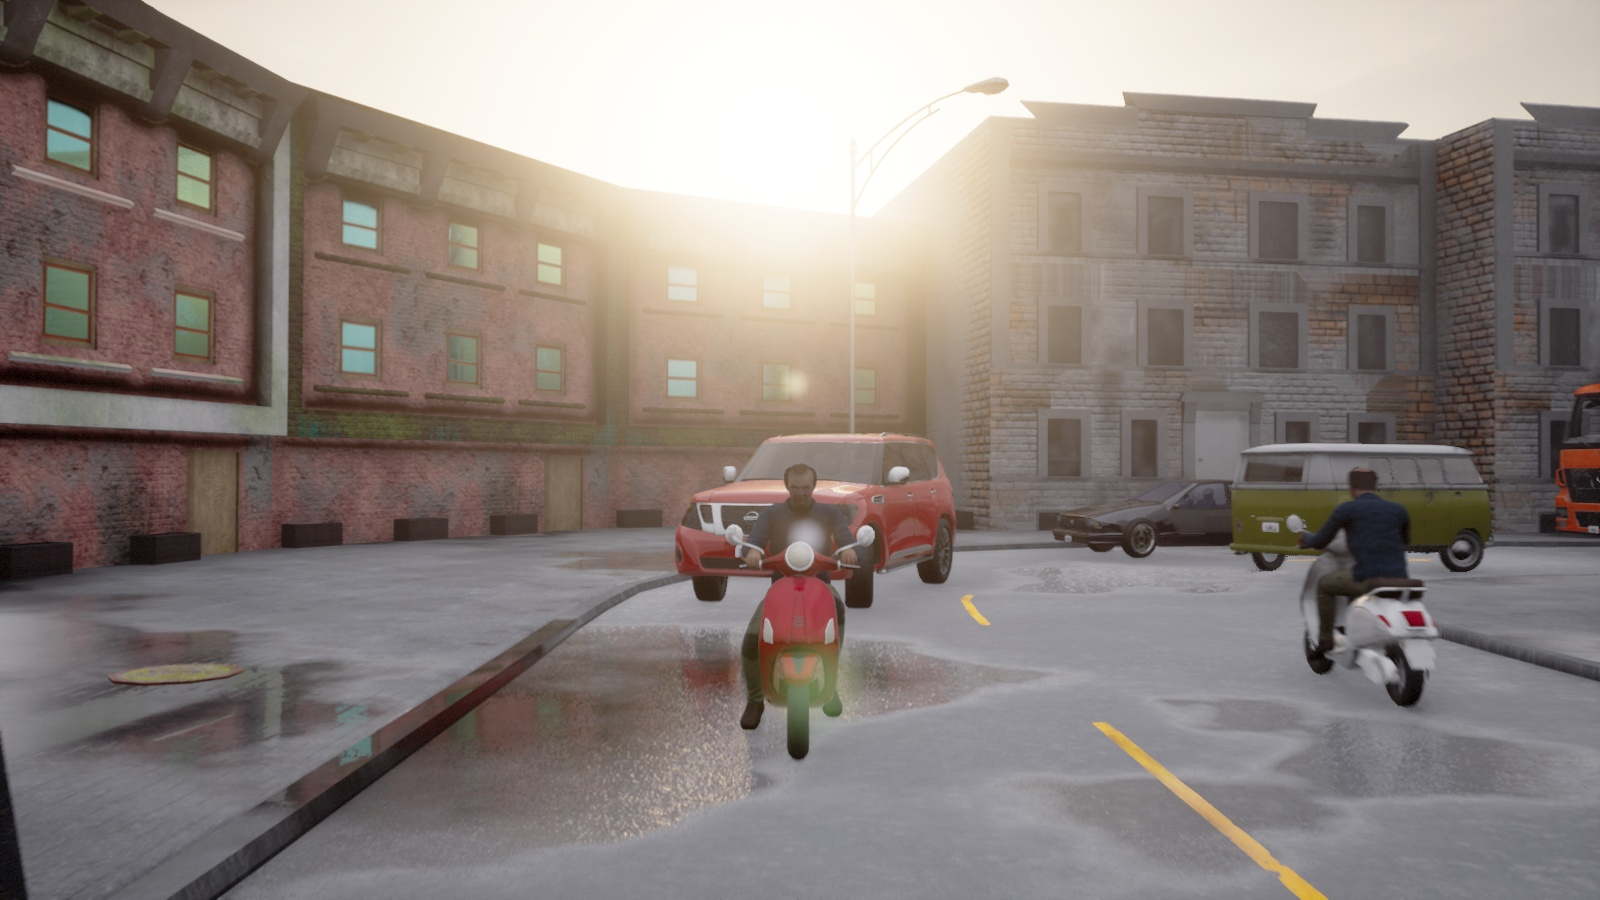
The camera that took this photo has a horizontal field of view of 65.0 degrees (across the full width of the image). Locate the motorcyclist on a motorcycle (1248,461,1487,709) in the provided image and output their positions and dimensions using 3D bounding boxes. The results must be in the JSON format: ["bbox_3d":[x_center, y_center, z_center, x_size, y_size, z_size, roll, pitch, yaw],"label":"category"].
[{"bbox_3d":[3.980,0.885,8.999,0.866,1.590,1.817,0,-1,0],"label":"motorcyclist on a motorcycle"}]

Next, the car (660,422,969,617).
[{"bbox_3d":[0.455,0.773,16.148,2.150,2.045,5.566,-1,-1,21],"label":"car"}]

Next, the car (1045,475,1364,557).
[{"bbox_3d":[7.527,1.185,23.552,5.357,1.411,2.033,0,-1,-11],"label":"car"}]

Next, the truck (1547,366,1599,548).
[{"bbox_3d":[19.176,0.115,24.102,7.936,3.462,2.891,0,-1,0],"label":"truck"}]

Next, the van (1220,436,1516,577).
[{"bbox_3d":[8.843,0.823,19.505,4.442,1.987,1.775,0,-1,-27],"label":"van"}]

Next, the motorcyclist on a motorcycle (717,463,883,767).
[{"bbox_3d":[0.008,0.878,7.488,0.866,1.590,1.817,0,-1,1],"label":"motorcyclist on a motorcycle"}]
